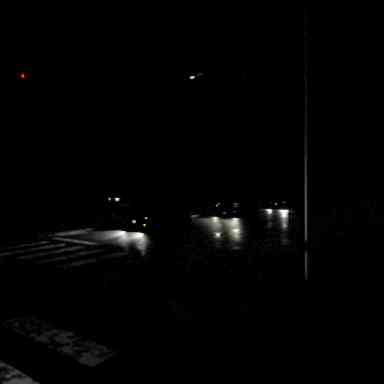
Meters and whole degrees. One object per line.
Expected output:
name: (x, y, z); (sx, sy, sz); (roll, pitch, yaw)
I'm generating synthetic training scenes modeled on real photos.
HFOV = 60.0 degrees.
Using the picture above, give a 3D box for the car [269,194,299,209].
car: (9.728, 0.930, 34.898); (1.837, 1.490, 4.892); (0, 1, 36)

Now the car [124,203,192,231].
car: (-1.839, 1.317, 18.791); (1.994, 1.385, 4.181); (0, 1, 35)

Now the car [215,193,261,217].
car: (3.722, 0.945, 26.546); (2.097, 1.767, 4.553); (0, 1, 36)

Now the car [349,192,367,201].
car: (26.115, 0.627, 52.265); (1.994, 1.385, 4.181); (0, 1, 36)
